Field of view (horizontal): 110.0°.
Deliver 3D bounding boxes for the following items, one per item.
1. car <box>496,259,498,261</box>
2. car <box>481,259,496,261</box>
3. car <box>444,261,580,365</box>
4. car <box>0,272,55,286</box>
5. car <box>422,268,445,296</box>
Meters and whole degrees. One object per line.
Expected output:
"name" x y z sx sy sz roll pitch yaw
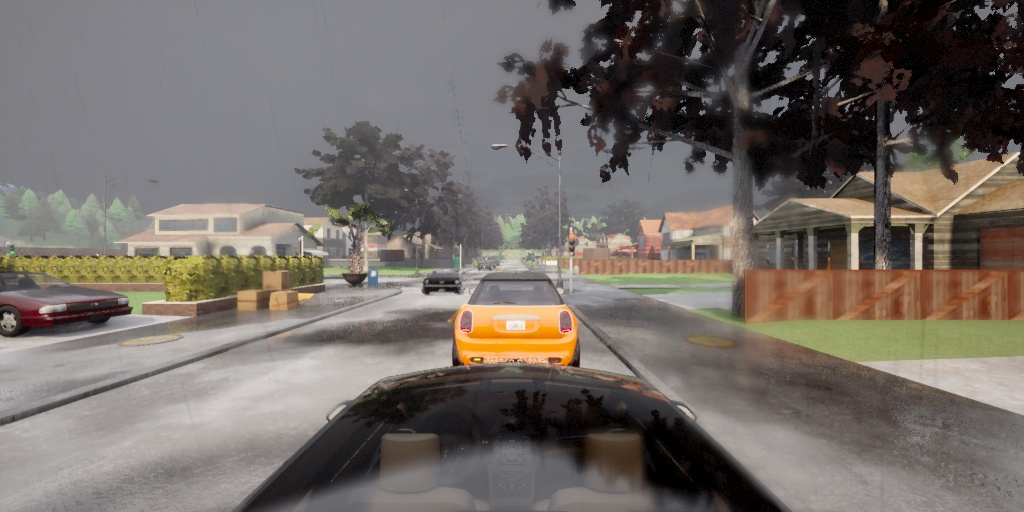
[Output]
"car" -3.593 1.241 59.275 2.128 1.511 4.902 0 0 1
"car" -3.686 1.255 49.935 1.837 1.490 4.892 0 0 1
"car" 0.097 1.102 7.727 2.097 1.767 4.553 0 0 1
"car" -37.660 1.275 26.674 4.674 1.442 1.812 0 0 1
"car" -3.644 1.351 19.659 1.895 1.301 4.718 0 0 -6
